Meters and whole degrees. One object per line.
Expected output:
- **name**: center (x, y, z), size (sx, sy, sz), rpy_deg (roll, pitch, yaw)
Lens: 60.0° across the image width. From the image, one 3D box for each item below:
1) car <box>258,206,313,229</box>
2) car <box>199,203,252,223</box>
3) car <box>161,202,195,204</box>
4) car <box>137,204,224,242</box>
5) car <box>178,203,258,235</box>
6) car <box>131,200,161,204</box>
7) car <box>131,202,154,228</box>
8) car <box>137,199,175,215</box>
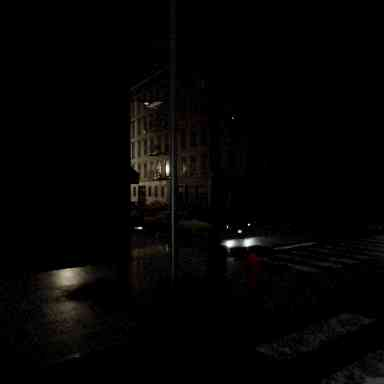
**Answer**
- **car**: center (5.671, 1.557, 21.479), size (1.947, 1.339, 4.313), rpy_deg (0, 0, -35)
- **car**: center (2.531, 1.578, 25.888), size (1.802, 1.307, 4.206), rpy_deg (0, 0, -35)
- **car**: center (-0.608, 1.565, 30.297), size (1.947, 1.339, 4.313), rpy_deg (0, 0, -35)
- **car**: center (-0.774, 1.554, 16.693), size (1.752, 1.417, 4.829), rpy_deg (0, 0, -35)
- **car**: center (0.951, 1.565, 18.691), size (2.033, 1.411, 5.357), rpy_deg (0, 0, -32)
- **car**: center (-4.805, 1.517, 26.733), size (2.128, 1.511, 4.902), rpy_deg (0, 0, -35)
- **car**: center (-4.012, 1.584, 21.241), size (2.008, 1.369, 4.403), rpy_deg (0, 0, -35)
- **car**: center (-3.846, 1.528, 34.845), size (1.752, 1.417, 4.829), rpy_deg (0, 0, -35)
